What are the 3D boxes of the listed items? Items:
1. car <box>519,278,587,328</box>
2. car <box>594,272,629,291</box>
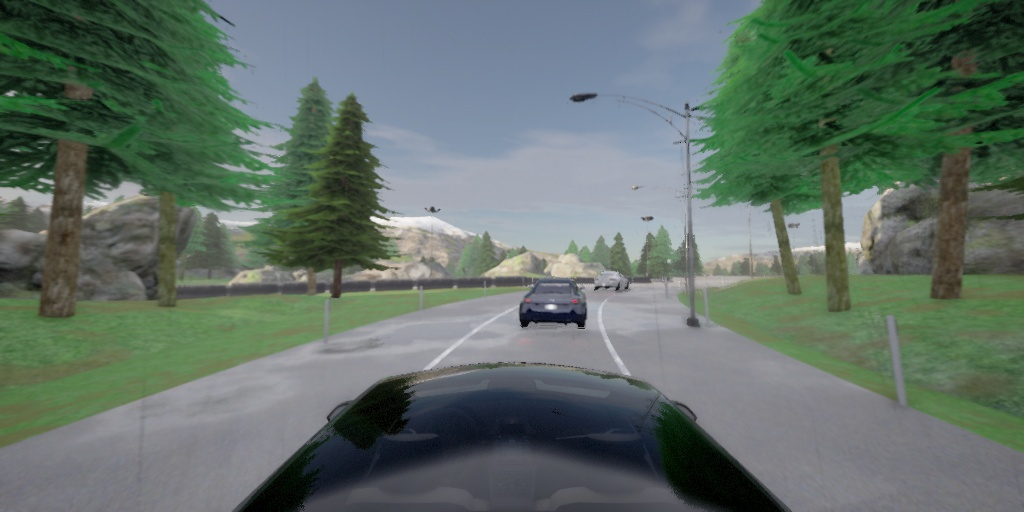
[{"bbox_3d":[1.467,1.432,11.936,1.994,1.385,4.181,0,-1,11],"label":"car"},{"bbox_3d":[7.851,1.957,28.181,1.812,1.442,4.674,-2,-3,30],"label":"car"}]
